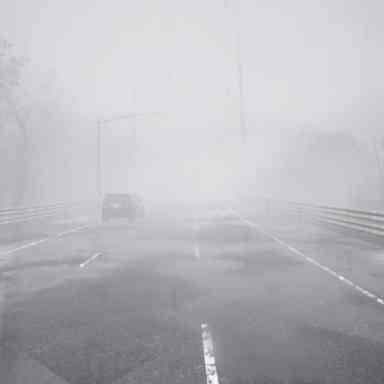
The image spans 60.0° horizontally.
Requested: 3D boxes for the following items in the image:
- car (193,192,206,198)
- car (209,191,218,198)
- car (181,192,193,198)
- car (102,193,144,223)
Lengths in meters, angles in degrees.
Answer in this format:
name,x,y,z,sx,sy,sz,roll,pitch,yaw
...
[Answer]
name,x,y,z,sx,sy,sz,roll,pitch,yaw
car,1.878,0.958,85.916,1.895,1.301,4.718,-1,0,5
car,5.429,0.669,86.348,2.097,1.767,4.553,-1,0,5
car,-1.650,0.949,85.772,2.033,1.411,5.357,-1,0,5
car,-4.977,1.097,24.502,2.150,2.045,5.566,-1,0,1
